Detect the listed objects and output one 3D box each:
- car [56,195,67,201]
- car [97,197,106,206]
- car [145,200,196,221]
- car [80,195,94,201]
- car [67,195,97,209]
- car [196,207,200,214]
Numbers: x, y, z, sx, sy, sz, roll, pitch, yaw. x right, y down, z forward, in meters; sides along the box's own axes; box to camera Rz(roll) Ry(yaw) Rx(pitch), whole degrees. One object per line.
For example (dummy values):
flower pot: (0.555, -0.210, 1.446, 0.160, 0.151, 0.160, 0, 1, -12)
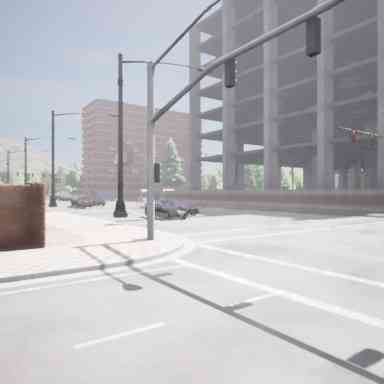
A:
car: (-30.968, 1.585, 81.077, 1.895, 1.301, 4.718, 0, 0, -35)
car: (-15.008, 1.498, 52.061, 1.837, 1.490, 4.892, 0, 0, -34)
car: (-2.192, 1.485, 27.519, 2.128, 1.511, 4.902, 0, 0, -35)
car: (-24.602, 1.353, 78.078, 1.812, 1.442, 4.674, 0, 0, -35)
car: (-15.310, 1.345, 46.331, 2.097, 1.767, 4.553, 0, 0, -35)
car: (-1.430, 1.540, 32.532, 2.033, 1.411, 5.357, 0, 0, -35)
